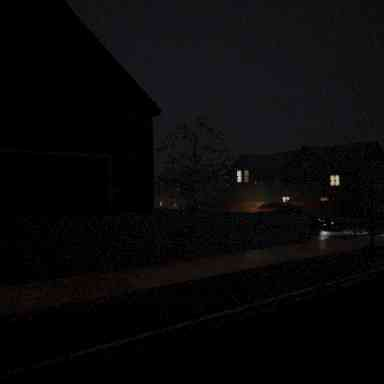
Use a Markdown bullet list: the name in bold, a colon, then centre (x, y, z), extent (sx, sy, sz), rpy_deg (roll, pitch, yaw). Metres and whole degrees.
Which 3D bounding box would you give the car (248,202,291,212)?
- **car**: centre (6.862, 1.702, 28.924), extent (2.097, 1.767, 4.553), rpy_deg (-1, -1, -36)

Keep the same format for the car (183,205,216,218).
- **car**: centre (1.013, 2.047, 32.029), extent (1.837, 1.490, 4.892), rpy_deg (-1, -1, -36)

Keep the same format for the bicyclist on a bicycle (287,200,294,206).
- **bicyclist on a bicycle**: centre (9.072, 1.607, 30.803), extent (1.656, 1.620, 0.582), rpy_deg (-2, 0, -36)

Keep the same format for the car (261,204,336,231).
- **car**: centre (7.463, 1.783, 23.003), extent (1.837, 1.490, 4.892), rpy_deg (-1, -1, -36)
